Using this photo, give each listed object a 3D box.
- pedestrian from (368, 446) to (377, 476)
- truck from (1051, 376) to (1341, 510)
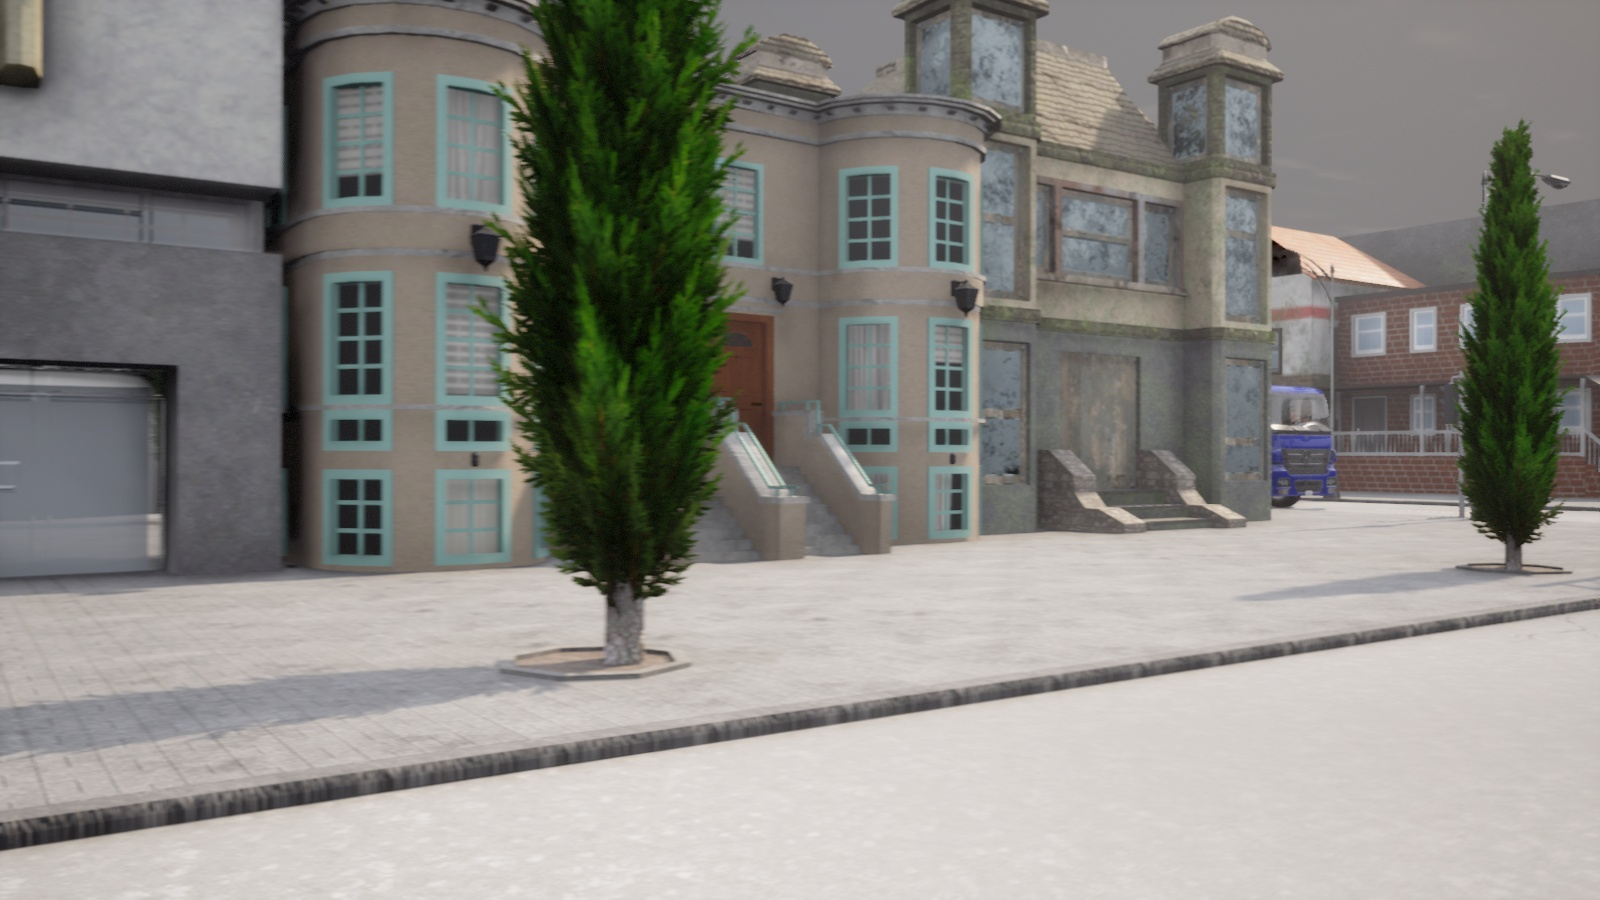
[{"bbox_3d":[-28.035,0.716,82.399,0.396,1.930,0.692,0,0,-36],"label":"pedestrian"},{"bbox_3d":[11.184,-0.171,36.399,2.891,3.462,7.936,0,0,-34],"label":"truck"}]
